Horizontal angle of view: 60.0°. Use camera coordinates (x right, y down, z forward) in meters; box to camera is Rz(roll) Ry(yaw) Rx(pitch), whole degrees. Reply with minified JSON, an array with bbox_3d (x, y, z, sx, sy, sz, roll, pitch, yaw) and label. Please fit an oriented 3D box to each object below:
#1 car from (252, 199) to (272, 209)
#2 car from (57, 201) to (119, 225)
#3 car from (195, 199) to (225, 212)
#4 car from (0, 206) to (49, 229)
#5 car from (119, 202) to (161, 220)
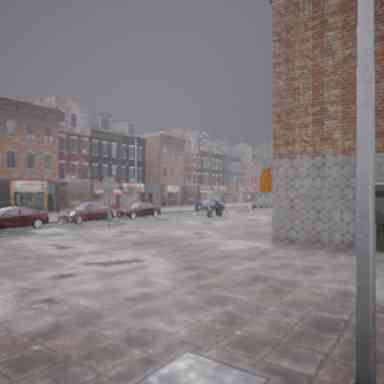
[{"bbox_3d":[9.611,1.579,44.352,1.994,1.385,4.181,0,0,35],"label":"car"},{"bbox_3d":[-7.818,1.481,24.575,1.967,1.590,4.097,0,0,36],"label":"car"},{"bbox_3d":[2.131,1.551,38.703,1.812,1.442,4.674,0,0,36],"label":"car"},{"bbox_3d":[-10.990,1.591,20.127,1.887,1.381,4.507,0,0,36],"label":"car"},{"bbox_3d":[-4.642,1.580,29.023,1.887,1.381,4.507,0,0,36],"label":"car"}]
